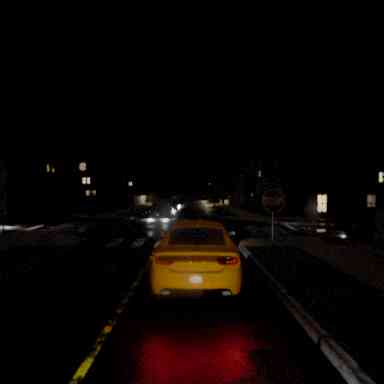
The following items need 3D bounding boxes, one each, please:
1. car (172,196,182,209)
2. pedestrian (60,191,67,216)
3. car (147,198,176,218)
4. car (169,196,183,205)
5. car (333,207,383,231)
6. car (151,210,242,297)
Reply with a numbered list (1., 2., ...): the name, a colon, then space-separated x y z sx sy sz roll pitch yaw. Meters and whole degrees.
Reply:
1. car: -2.865 1.529 44.374 2.033 1.411 5.357 0 0 0
2. pedestrian: -9.697 0.858 25.160 0.375 1.860 0.375 0 0 1
3. car: -2.906 1.536 30.702 2.033 1.411 5.357 0 0 1
4. car: -2.821 1.459 59.103 2.128 1.511 4.902 0 0 0
5. car: 11.958 1.717 21.942 5.008 1.535 1.882 1 1 1
6. car: 0.147 1.474 8.651 1.882 1.535 5.008 0 0 2
